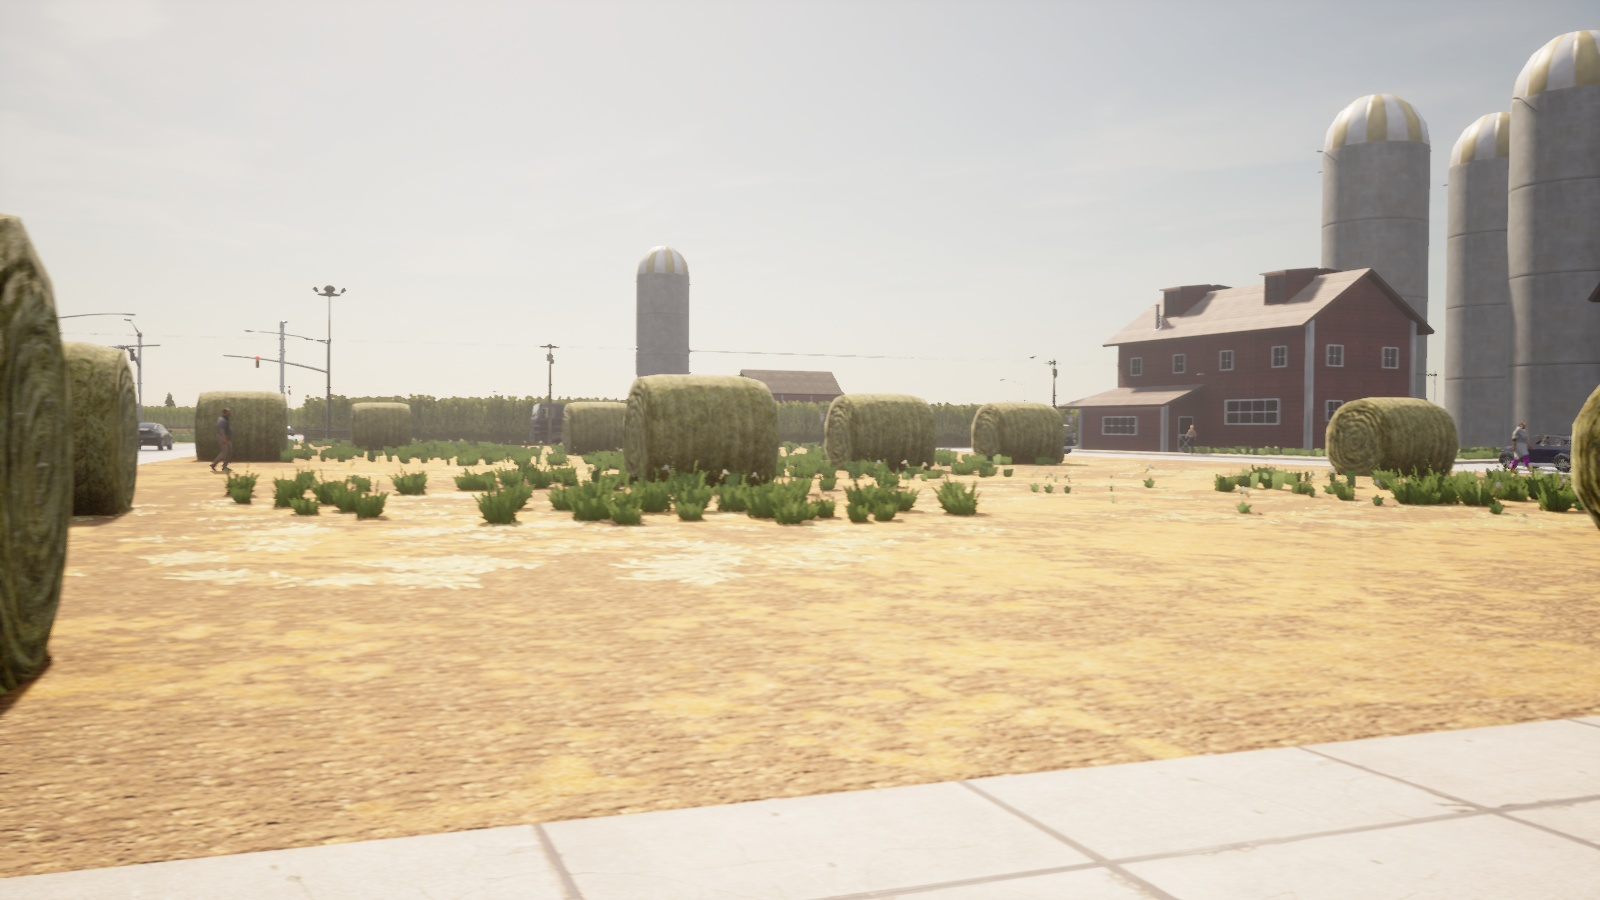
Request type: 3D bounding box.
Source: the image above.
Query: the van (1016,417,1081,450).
[{"bbox_3d":[16.159,-1.081,81.839,2.069,2.038,4.480,-1,1,-22],"label":"van"}]

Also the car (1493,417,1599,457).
[{"bbox_3d":[31.502,-0.573,52.968,1.789,1.549,3.705,-2,2,-22],"label":"car"}]

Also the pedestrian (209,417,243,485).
[{"bbox_3d":[-16.013,0.022,35.035,0.694,1.848,0.540,-1,1,-9],"label":"pedestrian"}]

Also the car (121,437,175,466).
[{"bbox_3d":[-35.777,0.044,69.049,1.837,1.490,4.892,-1,1,-18],"label":"car"}]

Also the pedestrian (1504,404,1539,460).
[{"bbox_3d":[25.575,-0.646,44.523,0.659,1.952,0.873,-1,1,-39],"label":"pedestrian"}]

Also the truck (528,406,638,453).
[{"bbox_3d":[-16.797,-1.612,97.076,7.936,3.462,2.891,-1,1,-21],"label":"truck"}]
